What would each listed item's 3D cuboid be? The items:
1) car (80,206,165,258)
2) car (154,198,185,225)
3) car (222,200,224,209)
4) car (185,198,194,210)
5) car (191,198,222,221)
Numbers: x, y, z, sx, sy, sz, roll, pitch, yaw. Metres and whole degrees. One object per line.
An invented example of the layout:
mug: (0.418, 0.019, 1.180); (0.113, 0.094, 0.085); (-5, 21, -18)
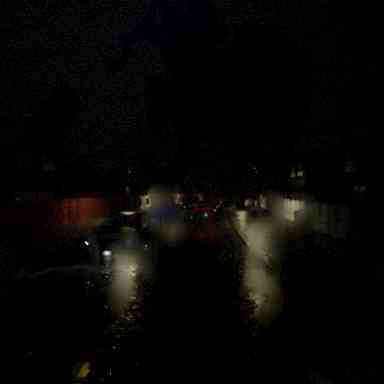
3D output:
car: (-2.516, 1.507, 12.991); (2.033, 1.411, 5.357); (0, 0, 3)
car: (-1.870, 1.413, 23.479); (1.882, 1.535, 5.008); (0, 0, 5)
car: (3.064, 1.477, 43.137); (1.994, 1.385, 4.181); (0, 0, 8)
car: (-0.497, 1.419, 37.943); (1.837, 1.490, 4.892); (0, 0, 7)
car: (1.255, 1.438, 26.819); (1.837, 1.490, 4.892); (0, 0, 5)
